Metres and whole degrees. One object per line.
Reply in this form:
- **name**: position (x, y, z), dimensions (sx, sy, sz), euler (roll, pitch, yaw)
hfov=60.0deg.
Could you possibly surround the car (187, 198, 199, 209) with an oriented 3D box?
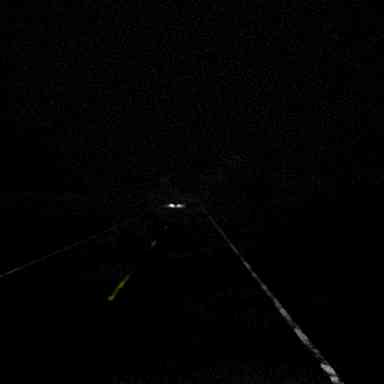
- **car**: position (0.100, 1.911, 53.565), dimensions (1.812, 1.442, 4.674), euler (0, 0, 0)

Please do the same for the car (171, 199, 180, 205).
- **car**: position (-3.501, 2.108, 72.029), dimensions (1.895, 1.301, 4.718), euler (0, 0, 0)

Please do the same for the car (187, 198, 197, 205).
- **car**: position (-0.001, 2.050, 71.674), dimensions (2.033, 1.411, 5.357), euler (0, 0, 0)
